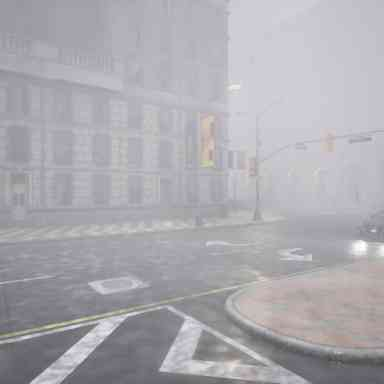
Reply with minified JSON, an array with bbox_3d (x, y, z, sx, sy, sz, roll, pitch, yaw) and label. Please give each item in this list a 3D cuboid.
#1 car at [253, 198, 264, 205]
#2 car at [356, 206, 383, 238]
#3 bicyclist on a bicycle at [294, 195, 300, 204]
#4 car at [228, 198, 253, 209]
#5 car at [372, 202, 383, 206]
[{"bbox_3d":[9.819,1.601,56.273,1.895,1.301,4.718,0,0,-34],"label":"car"},{"bbox_3d":[9.866,1.564,16.176,4.181,1.385,1.994,0,0,-34],"label":"car"},{"bbox_3d":[18.027,1.300,57.169,1.656,1.620,0.582,0,0,-35],"label":"bicyclist on a bicycle"},{"bbox_3d":[5.226,1.491,44.098,2.128,1.511,4.902,0,0,-35],"label":"car"},{"bbox_3d":[23.469,1.526,38.605,4.674,1.442,1.812,0,1,28],"label":"car"}]
